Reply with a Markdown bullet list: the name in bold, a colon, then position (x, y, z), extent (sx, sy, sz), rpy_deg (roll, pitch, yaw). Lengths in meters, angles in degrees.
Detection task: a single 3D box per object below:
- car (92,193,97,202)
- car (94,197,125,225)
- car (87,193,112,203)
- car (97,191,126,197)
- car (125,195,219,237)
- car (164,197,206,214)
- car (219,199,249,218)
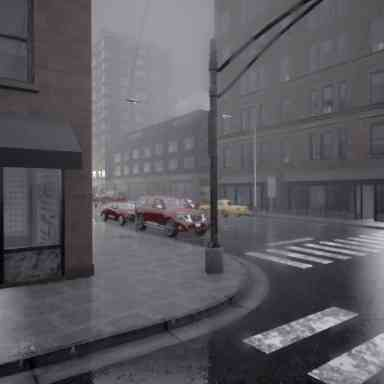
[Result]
- **car**: position (-14.269, 0.879, 45.151), extent (1.837, 1.490, 4.892), rpy_deg (0, 1, -35)
- **car**: position (-4.424, 1.286, 21.502), extent (1.887, 1.381, 4.507), rpy_deg (1, 0, -36)
- **car**: position (-13.591, 0.879, 48.694), extent (2.008, 1.369, 4.403), rpy_deg (0, 0, -36)
- **car**: position (-10.373, 0.713, 44.253), extent (2.192, 1.841, 5.009), rpy_deg (0, 0, -36)
- **car**: position (-1.205, 1.136, 17.061), extent (2.192, 1.841, 5.009), rpy_deg (1, 0, -36)
- **car**: position (-0.730, 1.200, 30.934), extent (1.802, 1.307, 4.206), rpy_deg (1, 0, -36)
- **car**: position (2.386, 1.218, 26.632), extent (1.752, 1.417, 4.829), rpy_deg (1, 0, -36)
